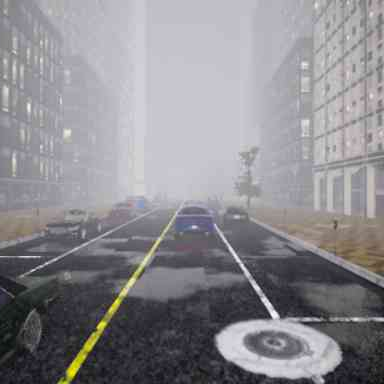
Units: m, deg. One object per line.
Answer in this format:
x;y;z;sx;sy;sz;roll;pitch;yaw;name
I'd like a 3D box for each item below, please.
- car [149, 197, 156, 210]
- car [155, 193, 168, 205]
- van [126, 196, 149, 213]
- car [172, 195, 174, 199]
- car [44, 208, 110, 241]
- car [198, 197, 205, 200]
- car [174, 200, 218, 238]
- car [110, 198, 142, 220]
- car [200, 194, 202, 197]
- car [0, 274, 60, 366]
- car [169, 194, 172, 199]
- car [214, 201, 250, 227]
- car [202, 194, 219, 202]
-5.682;1.469;39.076;1.802;1.307;4.206;0;0;0;car
-5.679;1.272;56.151;1.967;1.590;4.097;0;0;0;car
-5.682;1.245;33.383;1.690;1.788;3.998;0;0;0;van
-5.674;1.241;90.134;1.752;1.417;4.829;0;0;0;car
-5.686;1.505;16.306;2.008;1.369;4.403;0;0;0;car
0.103;1.501;35.043;1.895;1.301;4.718;0;0;0;car
0.102;1.429;17.442;1.882;1.535;5.008;0;0;0;car
-5.684;1.466;27.691;1.887;1.381;4.507;0;0;0;car
2.701;1.415;56.136;1.802;1.307;4.206;0;0;0;car
-3.101;1.591;3.248;1.895;1.301;4.718;0;0;0;car
-5.678;1.359;67.536;1.947;1.339;4.313;0;0;0;car
2.696;1.505;21.985;1.947;1.339;4.313;0;0;0;car
2.700;1.310;44.751;1.967;1.590;4.097;0;0;0;car
